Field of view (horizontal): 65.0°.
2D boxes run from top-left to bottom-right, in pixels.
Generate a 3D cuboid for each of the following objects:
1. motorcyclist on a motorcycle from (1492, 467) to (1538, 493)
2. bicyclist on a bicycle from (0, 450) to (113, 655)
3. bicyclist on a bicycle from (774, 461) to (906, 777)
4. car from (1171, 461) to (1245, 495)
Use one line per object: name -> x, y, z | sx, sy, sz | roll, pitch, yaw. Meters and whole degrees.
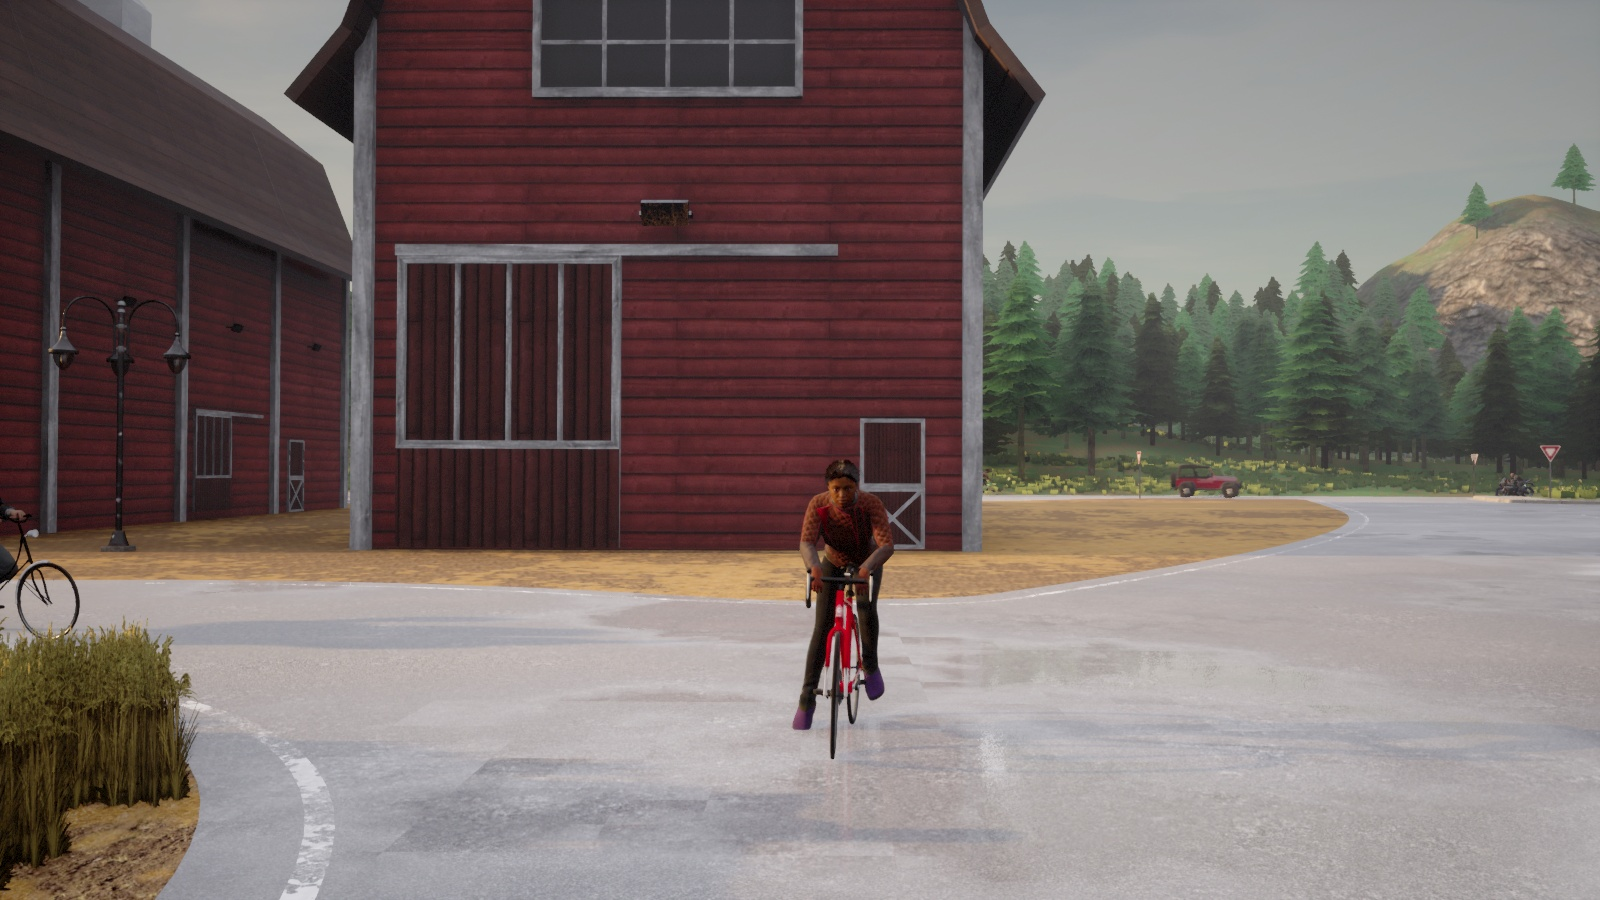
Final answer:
motorcyclist on a motorcycle -> 42.290, 1.785, 74.324 | 2.191, 1.530, 0.866 | 0, -1, 2
bicyclist on a bicycle -> -7.296, 0.905, 11.403 | 1.843, 1.776, 0.659 | -1, -1, 10
bicyclist on a bicycle -> 0.272, 0.881, 7.304 | 0.582, 1.620, 1.656 | 0, -1, 8
car -> 22.939, 1.562, 70.634 | 3.866, 1.878, 1.905 | -1, -1, 18
